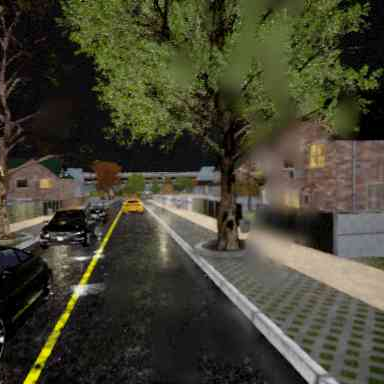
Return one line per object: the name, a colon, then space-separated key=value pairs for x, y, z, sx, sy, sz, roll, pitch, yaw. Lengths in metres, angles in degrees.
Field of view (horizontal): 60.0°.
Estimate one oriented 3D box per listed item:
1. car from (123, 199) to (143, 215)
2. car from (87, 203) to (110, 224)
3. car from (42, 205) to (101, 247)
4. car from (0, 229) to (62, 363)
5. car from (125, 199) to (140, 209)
car: x=-6.270 y=1.528 z=35.504 sx=1.882 sy=1.535 sz=5.008 roll=-1 pitch=0 yaw=-10
car: x=-7.384 y=1.584 z=25.522 sx=2.128 sy=1.511 sz=4.902 roll=-1 pitch=0 yaw=-10
car: x=-5.516 y=1.580 z=15.283 sx=1.837 sy=1.490 sz=4.892 roll=-1 pitch=0 yaw=-10
car: x=-3.706 y=1.628 z=5.394 sx=1.994 sy=1.385 sz=4.181 roll=-1 pitch=0 yaw=-9
car: x=-8.501 y=1.688 z=47.591 sx=1.895 sy=1.301 sz=4.718 roll=-1 pitch=0 yaw=-10
